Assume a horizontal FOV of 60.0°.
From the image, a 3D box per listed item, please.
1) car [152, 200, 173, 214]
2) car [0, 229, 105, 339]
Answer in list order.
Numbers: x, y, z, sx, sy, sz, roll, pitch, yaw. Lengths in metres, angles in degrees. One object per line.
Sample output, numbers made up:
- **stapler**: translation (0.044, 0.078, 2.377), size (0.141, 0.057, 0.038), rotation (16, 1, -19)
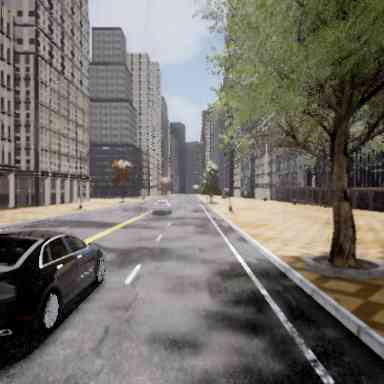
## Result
- **car**: translation (-3.146, 1.592, 36.255), size (1.812, 1.442, 4.674), rotation (0, 0, 0)
- **car**: translation (-3.150, 1.518, 6.706), size (1.837, 1.490, 4.892), rotation (0, 0, 0)
